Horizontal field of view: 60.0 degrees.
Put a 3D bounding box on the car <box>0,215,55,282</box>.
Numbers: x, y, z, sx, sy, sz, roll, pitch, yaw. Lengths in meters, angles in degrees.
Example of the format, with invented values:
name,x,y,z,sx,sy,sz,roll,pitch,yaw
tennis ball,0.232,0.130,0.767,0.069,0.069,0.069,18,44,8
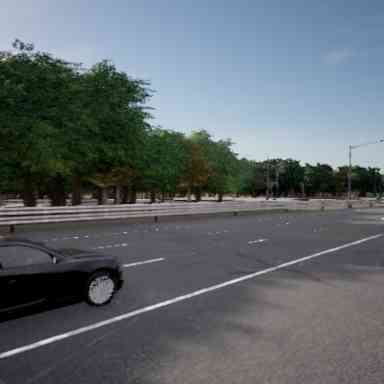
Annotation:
name,x,y,z,sx,sy,sz,roll,pitch,yaw
car,-6.324,1.512,8.314,1.882,1.535,5.008,1,0,43

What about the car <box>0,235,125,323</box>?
name,x,y,z,sx,sy,sz,roll,pitch,yaw
car,-3.579,1.539,6.128,1.882,1.535,5.008,1,0,43
